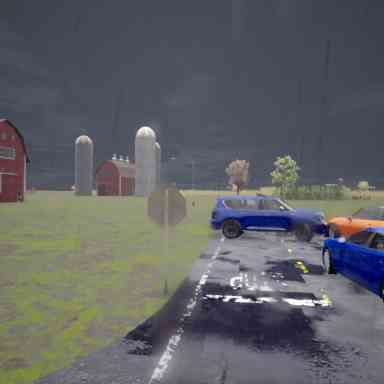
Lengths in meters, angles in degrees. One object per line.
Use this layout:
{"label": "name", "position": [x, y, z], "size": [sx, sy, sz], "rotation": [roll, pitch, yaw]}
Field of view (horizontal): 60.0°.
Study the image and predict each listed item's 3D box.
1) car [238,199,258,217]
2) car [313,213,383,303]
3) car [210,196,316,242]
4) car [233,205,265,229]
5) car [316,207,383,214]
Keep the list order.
{"label": "car", "position": [5.504, 1.502, 33.003], "size": [1.837, 1.490, 4.892], "rotation": [0, 0, 9]}
{"label": "car", "position": [4.552, 1.480, 7.380], "size": [1.882, 1.535, 5.008], "rotation": [0, 0, 1]}
{"label": "car", "position": [3.665, 1.219, 16.402], "size": [5.566, 2.045, 2.150], "rotation": [0, 0, 19]}
{"label": "car", "position": [3.849, 1.601, 22.696], "size": [1.895, 1.301, 4.718], "rotation": [0, 0, 9]}
{"label": "car", "position": [7.591, 1.367, 13.610], "size": [2.097, 1.767, 4.553], "rotation": [0, 0, -19]}
